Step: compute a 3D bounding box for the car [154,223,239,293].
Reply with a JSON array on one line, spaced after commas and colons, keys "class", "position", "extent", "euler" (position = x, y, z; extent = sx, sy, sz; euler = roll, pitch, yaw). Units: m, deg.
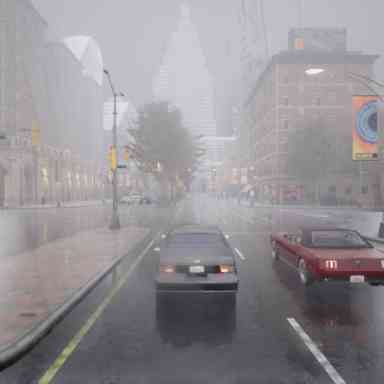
[{"class": "car", "position": [0.091, 1.547, 8.958], "extent": [2.033, 1.411, 5.357], "euler": [0, 0, 0]}]

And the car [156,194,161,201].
[{"class": "car", "position": [-8.080, 1.523, 69.325], "extent": [1.812, 1.442, 4.674], "euler": [0, 0, 0]}]

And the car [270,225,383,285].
[{"class": "car", "position": [3.590, 1.601, 9.442], "extent": [1.895, 1.301, 4.718], "euler": [0, 0, 0]}]

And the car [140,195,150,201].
[{"class": "car", "position": [-11.595, 1.523, 82.931], "extent": [1.812, 1.442, 4.674], "euler": [0, 0, 0]}]

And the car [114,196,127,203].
[{"class": "car", "position": [-14.829, 1.594, 69.203], "extent": [1.895, 1.301, 4.718], "euler": [0, 0, 0]}]

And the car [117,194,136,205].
[{"class": "car", "position": [-11.624, 1.525, 58.937], "extent": [1.812, 1.442, 4.674], "euler": [0, 0, 0]}]

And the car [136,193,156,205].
[{"class": "car", "position": [-8.125, 1.491, 59.227], "extent": [2.128, 1.511, 4.902], "euler": [0, 0, 0]}]
